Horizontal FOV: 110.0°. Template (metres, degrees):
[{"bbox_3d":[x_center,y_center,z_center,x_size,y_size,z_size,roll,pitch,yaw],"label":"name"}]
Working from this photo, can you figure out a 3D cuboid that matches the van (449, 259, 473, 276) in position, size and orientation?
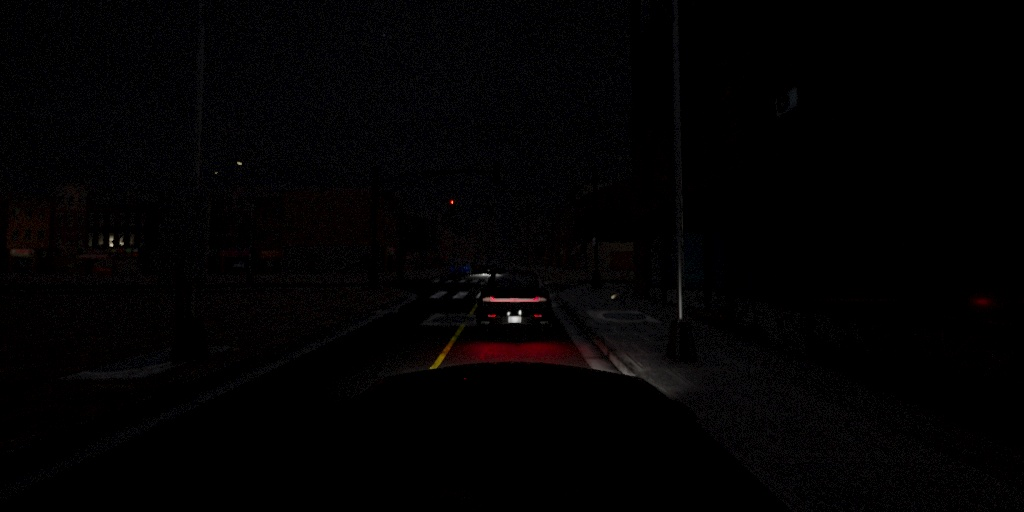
[{"bbox_3d":[-5.328,1.175,36.734,1.690,1.789,3.998,0,0,0],"label":"van"}]

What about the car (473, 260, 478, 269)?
[{"bbox_3d":[-5.327,1.429,40.054,2.007,1.370,4.403,0,0,0],"label":"car"}]

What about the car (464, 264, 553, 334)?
[{"bbox_3d":[0.065,1.166,10.387,2.128,1.511,4.902,0,1,0],"label":"car"}]

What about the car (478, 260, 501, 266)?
[{"bbox_3d":[-2.690,1.488,43.175,1.994,1.385,4.181,0,-1,0],"label":"car"}]
